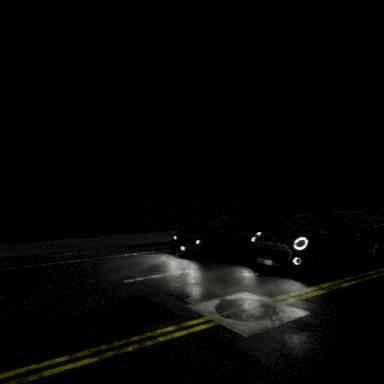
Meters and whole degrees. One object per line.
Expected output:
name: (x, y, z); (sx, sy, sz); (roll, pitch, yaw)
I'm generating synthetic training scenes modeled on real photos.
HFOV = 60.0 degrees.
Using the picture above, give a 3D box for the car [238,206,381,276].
car: (3.932, 1.354, 10.485); (4.553, 1.767, 2.097); (0, 0, -36)

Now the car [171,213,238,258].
car: (1.849, 1.549, 12.990); (5.357, 1.411, 2.033); (0, 0, -36)
